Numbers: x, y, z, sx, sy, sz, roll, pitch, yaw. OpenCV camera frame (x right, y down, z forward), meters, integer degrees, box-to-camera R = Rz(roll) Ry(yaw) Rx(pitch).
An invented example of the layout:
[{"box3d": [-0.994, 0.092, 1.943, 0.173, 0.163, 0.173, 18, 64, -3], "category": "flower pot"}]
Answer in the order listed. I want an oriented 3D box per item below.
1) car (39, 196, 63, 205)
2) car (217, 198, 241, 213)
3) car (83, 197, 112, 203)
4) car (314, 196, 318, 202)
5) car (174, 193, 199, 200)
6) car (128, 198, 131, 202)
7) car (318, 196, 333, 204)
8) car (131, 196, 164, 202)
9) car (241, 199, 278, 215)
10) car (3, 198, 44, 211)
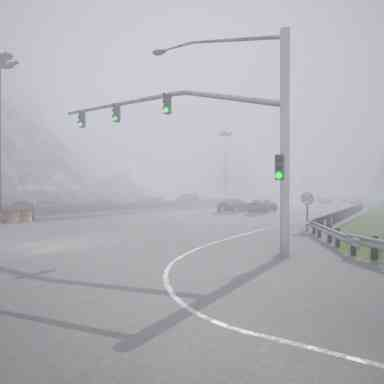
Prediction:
[{"box3d": [-19.654, 1.268, 44.392, 2.097, 1.767, 4.553, 0, 0, 33], "category": "car"}, {"box3d": [4.440, 1.476, 36.214, 1.837, 1.490, 4.892, 0, 0, 33], "category": "car"}, {"box3d": [-10.770, 1.539, 38.793, 1.895, 1.301, 4.718, 0, 0, 33], "category": "car"}, {"box3d": [28.187, 1.520, 72.883, 2.033, 1.411, 5.357, 0, 0, 7], "category": "car"}, {"box3d": [-0.794, 1.163, 54.864, 2.150, 2.045, 5.566, 0, 0, 29], "category": "car"}, {"box3d": [-9.651, 1.411, 60.501, 2.128, 1.511, 4.902, 0, 0, 29], "category": "car"}, {"box3d": [25.630, 1.548, 63.296, 1.994, 1.385, 4.181, 0, 0, 16], "category": "car"}, {"box3d": [-5.740, 1.432, 46.748, 2.128, 1.511, 4.902, 0, 0, 32], "category": "car"}, {"box3d": [7.333, 1.470, 34.242, 2.128, 1.511, 4.902, 0, 0, 33], "category": "car"}, {"box3d": [-16.198, 1.500, 30.282, 1.994, 1.385, 4.181, 0, 0, 33], "category": "car"}]
